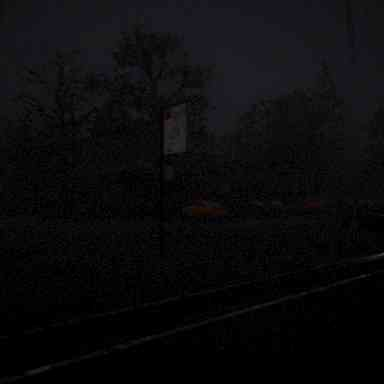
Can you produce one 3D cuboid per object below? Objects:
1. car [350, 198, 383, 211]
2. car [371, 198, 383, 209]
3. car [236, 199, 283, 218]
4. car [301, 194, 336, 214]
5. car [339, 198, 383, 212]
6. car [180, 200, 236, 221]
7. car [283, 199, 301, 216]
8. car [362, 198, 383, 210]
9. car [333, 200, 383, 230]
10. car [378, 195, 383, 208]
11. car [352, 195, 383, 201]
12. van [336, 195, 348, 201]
[{"bbox_3d":[23.561,1.591,43.306,2.097,1.535,5.008,1,0,-36],"label":"car"},{"bbox_3d":[28.071,1.664,46.573,2.163,1.488,4.792,1,0,-36],"label":"car"},{"bbox_3d":[5.421,1.443,30.372,2.097,1.535,5.008,0,0,-35],"label":"car"},{"bbox_3d":[12.246,1.359,35.192,2.185,1.767,4.553,0,0,-36],"label":"car"},{"bbox_3d":[21.399,1.566,41.539,1.946,1.575,5.366,1,0,-36],"label":"car"},{"bbox_3d":[0.891,1.433,27.133,2.097,1.535,5.008,0,0,-35],"label":"car"},{"bbox_3d":[7.692,1.495,31.986,2.002,1.452,4.674,0,0,-35],"label":"car"},{"bbox_3d":[25.840,1.642,44.906,2.163,1.488,4.792,1,0,-36],"label":"car"},{"bbox_3d":[10.730,1.439,18.081,2.231,1.521,4.892,0,0,-35],"label":"car"},{"bbox_3d":[30.370,1.407,48.147,2.435,2.045,5.566,1,0,-36],"label":"car"},{"bbox_3d":[12.992,1.193,19.735,2.435,2.045,5.566,0,0,-35],"label":"car"},{"bbox_3d":[14.425,1.278,36.927,1.878,1.987,4.442,0,0,-35],"label":"van"}]
